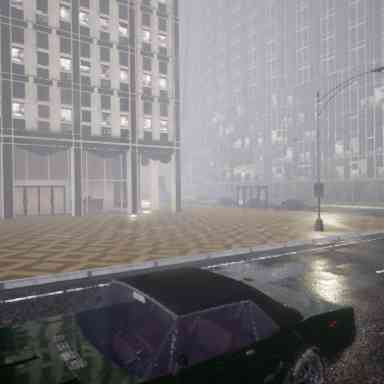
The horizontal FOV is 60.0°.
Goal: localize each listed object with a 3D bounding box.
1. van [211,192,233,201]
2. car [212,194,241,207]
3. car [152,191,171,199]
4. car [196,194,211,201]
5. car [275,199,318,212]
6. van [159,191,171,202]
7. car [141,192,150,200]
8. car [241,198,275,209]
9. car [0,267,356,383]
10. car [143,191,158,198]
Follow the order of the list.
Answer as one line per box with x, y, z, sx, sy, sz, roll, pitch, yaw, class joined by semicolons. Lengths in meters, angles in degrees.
5.737;0.847;59.401;1.690;1.788;3.998;-1;1;-34;van
5.221;1.313;45.262;1.947;1.339;4.313;-1;1;-34;car
-7.134;0.606;78.140;2.192;1.841;5.009;-1;1;-34;car
2.520;1.035;64.088;1.802;1.307;4.206;-1;1;-34;car
11.595;1.417;35.848;1.947;1.339;4.313;-1;1;-34;car
-4.388;0.930;59.342;1.690;1.788;3.998;-1;1;-34;van
-10.824;1.033;68.715;2.008;1.369;4.403;0;1;-34;car
8.391;1.381;40.545;1.802;1.307;4.206;-1;1;-34;car
-0.416;1.600;3.393;4.718;1.301;1.895;0;0;-36;car
-10.352;0.677;82.826;1.967;1.590;4.097;-1;1;-34;car
